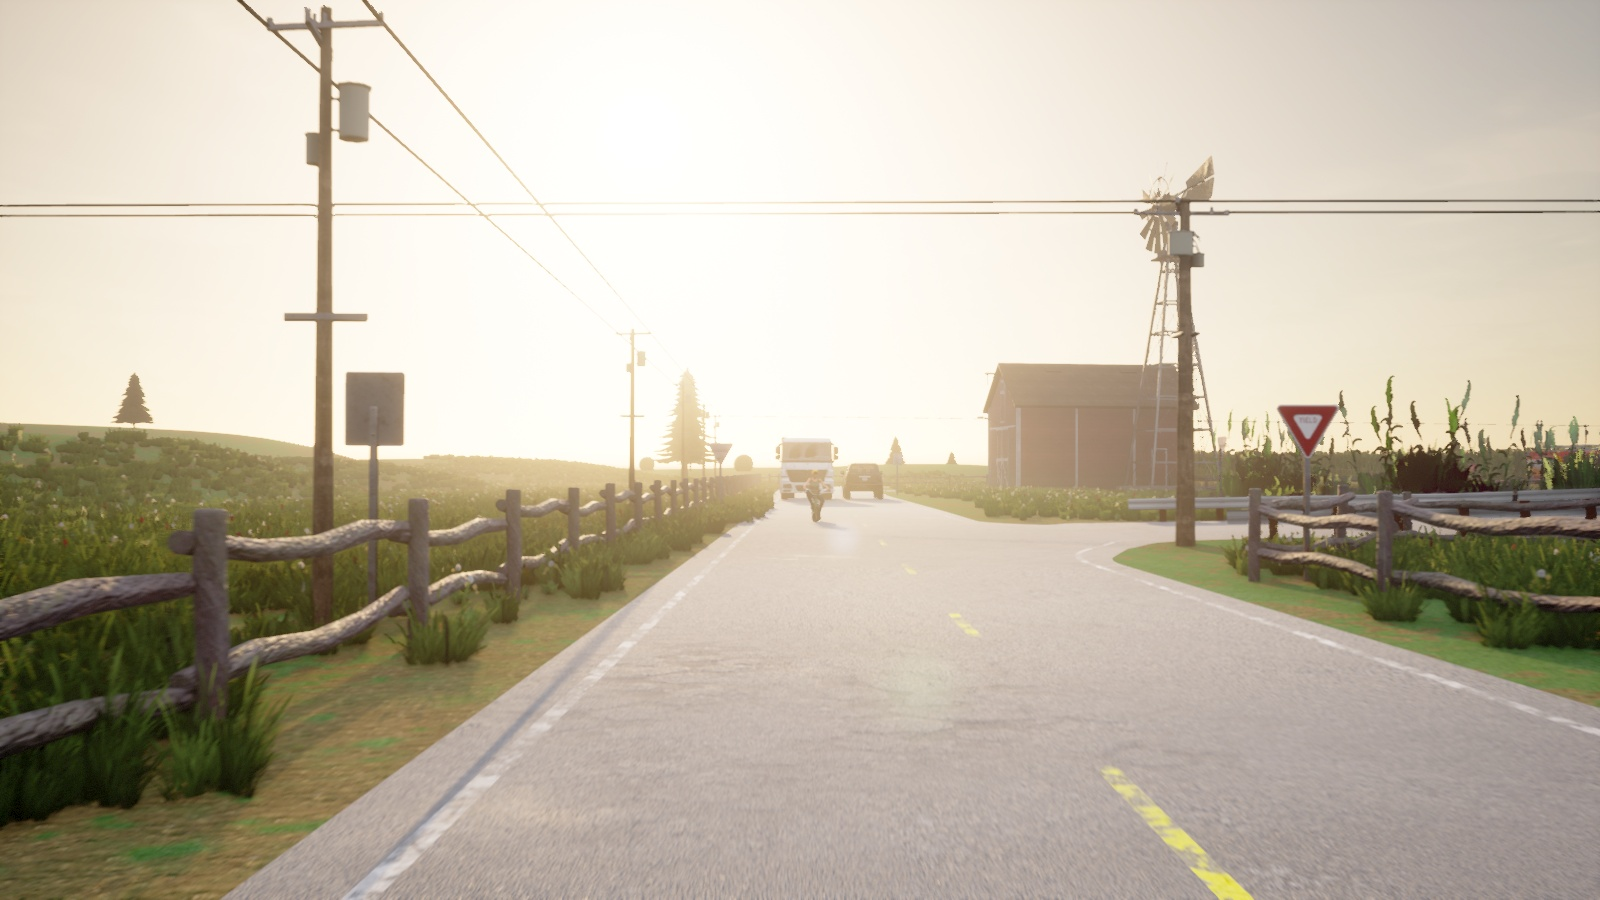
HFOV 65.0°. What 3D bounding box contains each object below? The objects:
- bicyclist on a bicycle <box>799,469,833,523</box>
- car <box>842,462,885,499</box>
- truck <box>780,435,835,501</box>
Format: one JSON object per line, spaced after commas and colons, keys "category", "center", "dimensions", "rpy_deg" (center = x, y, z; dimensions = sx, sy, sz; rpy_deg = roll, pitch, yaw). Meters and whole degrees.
{"category": "bicyclist on a bicycle", "center": [0.476, 1.392, 38.380], "dimensions": [0.866, 1.612, 1.509], "rpy_deg": [1, -1, -6]}
{"category": "car", "center": [3.584, 1.724, 71.966], "dimensions": [2.150, 2.045, 5.566], "rpy_deg": [0, -1, 0]}
{"category": "truck", "center": [0.383, 1.008, 70.281], "dimensions": [2.891, 3.462, 7.936], "rpy_deg": [0, -1, 0]}
